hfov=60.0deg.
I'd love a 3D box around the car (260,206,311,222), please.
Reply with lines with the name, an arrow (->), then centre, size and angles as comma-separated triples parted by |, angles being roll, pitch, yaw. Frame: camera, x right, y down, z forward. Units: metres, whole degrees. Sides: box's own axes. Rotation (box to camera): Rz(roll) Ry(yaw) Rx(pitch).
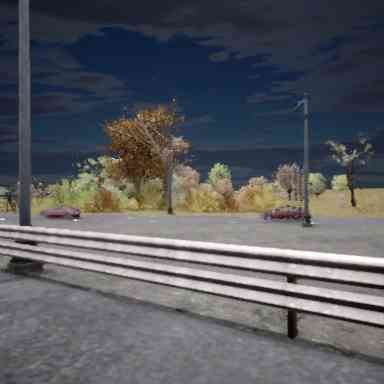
car -> 8.874, 2.048, 31.701 | 4.674, 1.442, 1.812 | 0, 0, 11

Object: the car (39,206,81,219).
car -> -14.286, 2.178, 36.058 | 4.181, 1.385, 1.994 | 0, 0, 11
